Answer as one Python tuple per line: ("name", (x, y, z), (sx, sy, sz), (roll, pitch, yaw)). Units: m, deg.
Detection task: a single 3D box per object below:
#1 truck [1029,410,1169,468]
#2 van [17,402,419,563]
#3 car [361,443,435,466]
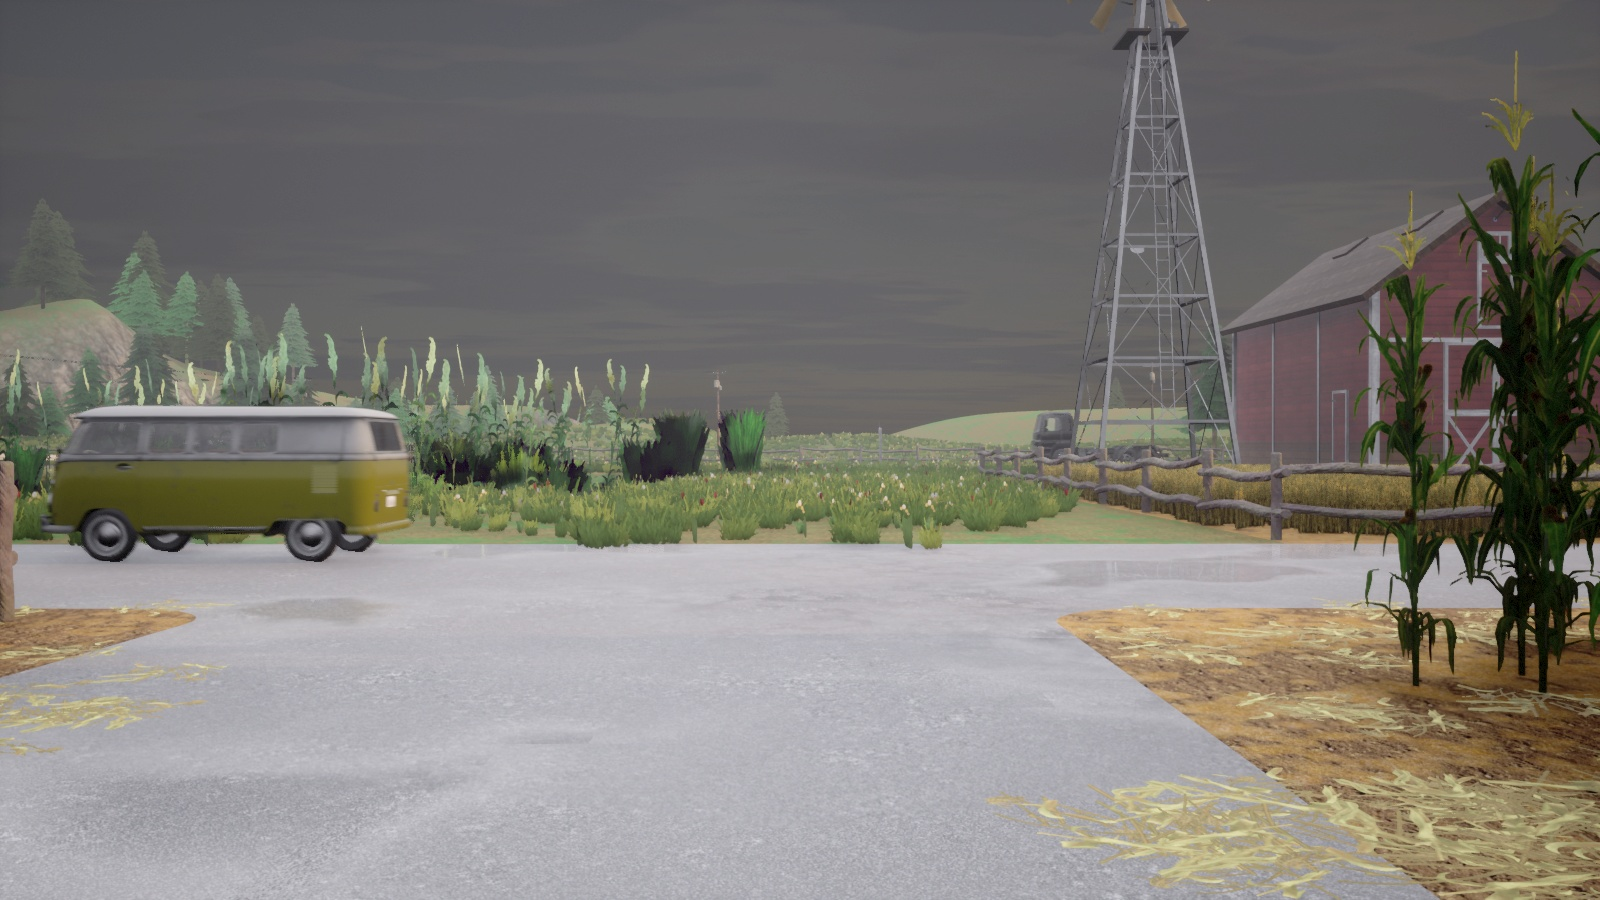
("truck", (18.122, -0.653, 76.533), (7.936, 3.462, 2.891), (0, 0, 6))
("van", (-7.500, 0.400, 16.487), (4.442, 1.987, 1.775), (0, 0, 0))
("car", (-25.893, 0.282, 80.994), (4.193, 1.474, 1.816), (0, 0, 6))
